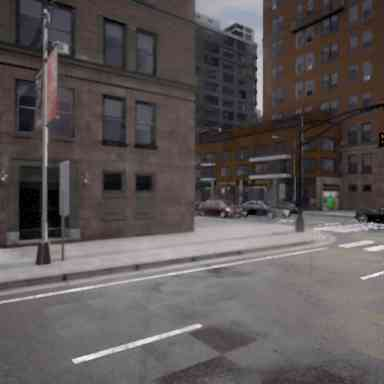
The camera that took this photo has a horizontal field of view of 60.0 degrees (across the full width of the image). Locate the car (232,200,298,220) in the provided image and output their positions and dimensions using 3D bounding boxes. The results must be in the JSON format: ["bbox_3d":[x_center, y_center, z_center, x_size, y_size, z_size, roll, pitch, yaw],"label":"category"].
[{"bbox_3d":[6.013,1.472,27.939,2.128,1.511,4.902,0,0,-35],"label":"car"}]

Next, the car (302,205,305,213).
[{"bbox_3d":[9.106,1.568,33.087,1.947,1.339,4.313,0,0,-35],"label":"car"}]

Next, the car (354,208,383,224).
[{"bbox_3d":[13.375,1.609,22.192,1.895,1.301,4.718,0,0,-26],"label":"car"}]

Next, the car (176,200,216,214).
[{"bbox_3d":[0.366,1.566,35.993,1.895,1.301,4.718,0,0,-35],"label":"car"}]

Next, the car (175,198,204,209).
[{"bbox_3d":[-0.383,1.544,46.625,1.947,1.339,4.313,0,0,-35],"label":"car"}]

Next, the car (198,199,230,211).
[{"bbox_3d":[2.779,1.567,42.113,1.802,1.307,4.206,0,0,-35],"label":"car"}]

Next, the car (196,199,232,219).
[{"bbox_3d":[2.535,1.405,28.481,1.967,1.590,4.097,0,0,-35],"label":"car"}]
